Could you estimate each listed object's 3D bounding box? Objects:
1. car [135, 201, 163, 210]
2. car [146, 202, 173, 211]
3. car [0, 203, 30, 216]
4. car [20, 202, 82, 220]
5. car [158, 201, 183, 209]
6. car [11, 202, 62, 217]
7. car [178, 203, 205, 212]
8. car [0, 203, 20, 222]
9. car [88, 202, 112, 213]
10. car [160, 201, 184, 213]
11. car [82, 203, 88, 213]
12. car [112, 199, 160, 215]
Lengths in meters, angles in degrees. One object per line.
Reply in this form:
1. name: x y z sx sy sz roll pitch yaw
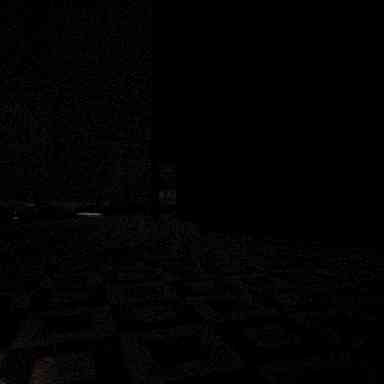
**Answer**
1. car: -6.983 2.208 54.096 2.008 1.369 4.403 -1 -2 35
2. car: -5.030 2.216 52.150 1.994 1.385 4.181 0 -1 37
3. car: -20.080 1.841 35.711 2.008 1.369 4.403 -1 -1 35
4. car: -13.044 1.823 30.897 1.752 1.417 4.829 -1 -2 35
5. car: -3.709 2.304 58.692 2.008 1.369 4.403 -1 -2 35
6. car: -16.666 1.851 35.897 1.812 1.442 4.674 0 -1 36
7. car: -0.040 2.245 49.149 1.802 1.307 4.206 -1 -2 36
8. car: -16.416 1.774 26.162 1.947 1.339 4.313 -1 -2 35
9. car: -10.884 2.011 43.995 1.812 1.442 4.674 0 -1 35
10. car: -3.319 2.113 44.548 1.887 1.381 4.507 -1 -2 35
11. car: -13.532 2.015 44.904 1.887 1.381 4.507 -1 -2 35
12. car: -6.594 1.790 39.958 2.192 1.841 5.009 -1 -2 35
